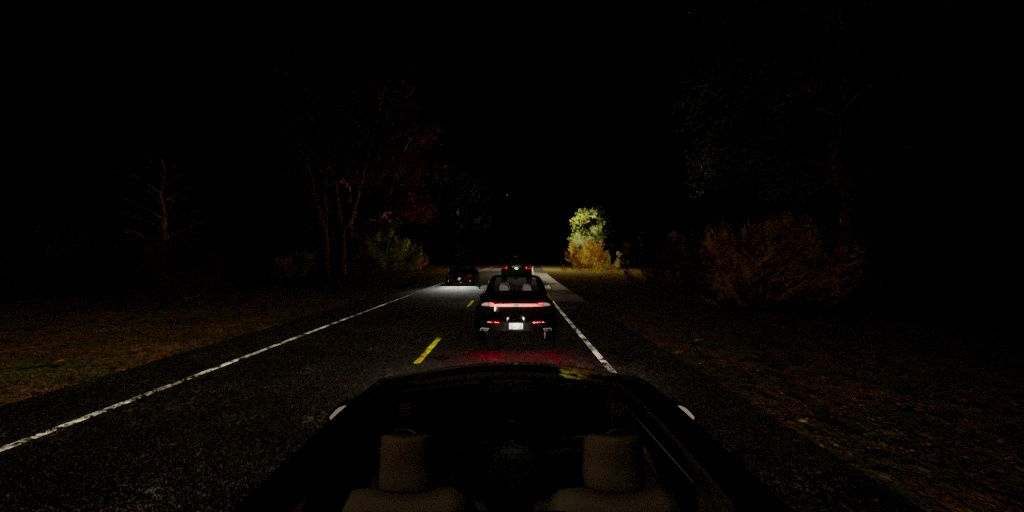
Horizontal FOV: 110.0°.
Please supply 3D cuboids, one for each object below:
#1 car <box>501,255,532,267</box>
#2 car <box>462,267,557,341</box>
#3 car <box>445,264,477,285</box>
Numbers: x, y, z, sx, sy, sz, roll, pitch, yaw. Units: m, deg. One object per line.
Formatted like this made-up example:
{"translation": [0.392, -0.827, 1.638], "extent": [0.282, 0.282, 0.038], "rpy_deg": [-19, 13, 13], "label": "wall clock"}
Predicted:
{"translation": [0.350, 0.951, 27.185], "extent": [2.150, 2.045, 5.566], "rpy_deg": [0, 0, 1], "label": "car"}
{"translation": [0.101, 1.237, 9.842], "extent": [2.128, 1.511, 4.902], "rpy_deg": [0, 0, 0], "label": "car"}
{"translation": [-3.392, 1.292, 25.296], "extent": [1.994, 1.385, 4.181], "rpy_deg": [0, 0, 1], "label": "car"}
